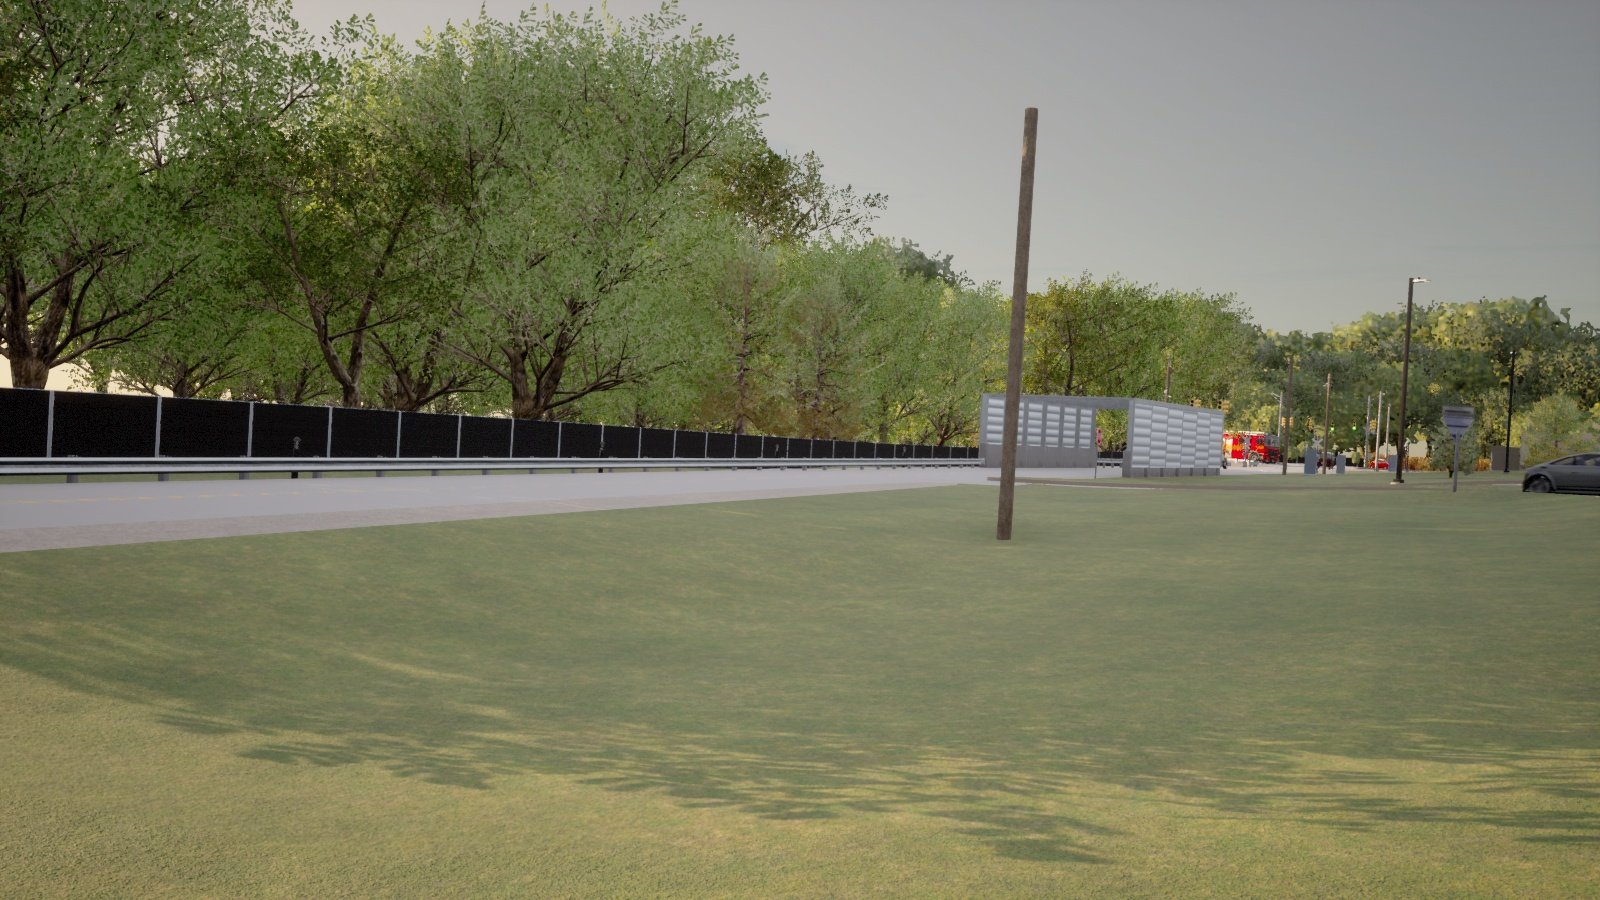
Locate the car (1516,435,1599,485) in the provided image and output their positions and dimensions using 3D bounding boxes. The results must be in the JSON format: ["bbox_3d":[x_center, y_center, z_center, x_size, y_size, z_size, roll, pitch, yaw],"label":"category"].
[{"bbox_3d":[22.553,0.292,34.868,1.994,1.385,4.181,1,-1,-32],"label":"car"}]
